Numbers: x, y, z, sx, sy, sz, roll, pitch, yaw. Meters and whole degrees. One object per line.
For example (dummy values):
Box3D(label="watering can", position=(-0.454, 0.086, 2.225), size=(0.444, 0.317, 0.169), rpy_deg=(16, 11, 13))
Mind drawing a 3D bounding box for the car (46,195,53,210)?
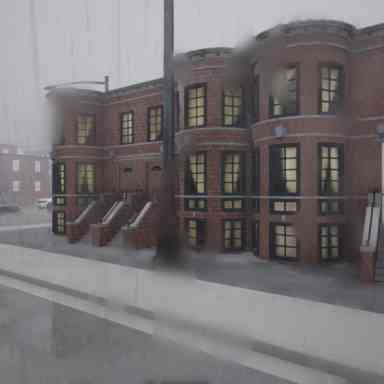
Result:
Box3D(label="car", position=(-14.961, 1.478, 41.406), size=(1.882, 1.535, 5.008), rpy_deg=(0, 0, 36))

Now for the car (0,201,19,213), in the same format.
Box3D(label="car", position=(-20.120, 1.564, 34.188), size=(1.994, 1.385, 4.181), rpy_deg=(0, 0, 36))

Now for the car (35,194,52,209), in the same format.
Box3D(label="car", position=(-17.592, 1.221, 43.743), size=(2.150, 2.045, 5.566), rpy_deg=(0, 0, 36))
